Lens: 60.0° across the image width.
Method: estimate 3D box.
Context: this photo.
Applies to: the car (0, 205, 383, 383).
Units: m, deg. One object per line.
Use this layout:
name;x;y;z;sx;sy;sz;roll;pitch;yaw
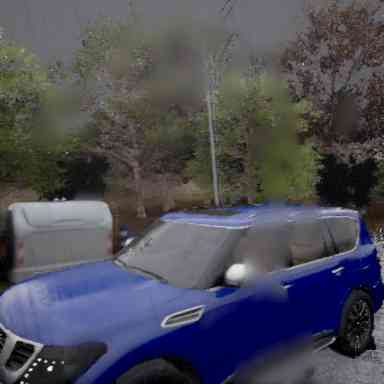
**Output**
car;0.427;1.233;4.437;5.566;2.045;2.150;0;0;-37
